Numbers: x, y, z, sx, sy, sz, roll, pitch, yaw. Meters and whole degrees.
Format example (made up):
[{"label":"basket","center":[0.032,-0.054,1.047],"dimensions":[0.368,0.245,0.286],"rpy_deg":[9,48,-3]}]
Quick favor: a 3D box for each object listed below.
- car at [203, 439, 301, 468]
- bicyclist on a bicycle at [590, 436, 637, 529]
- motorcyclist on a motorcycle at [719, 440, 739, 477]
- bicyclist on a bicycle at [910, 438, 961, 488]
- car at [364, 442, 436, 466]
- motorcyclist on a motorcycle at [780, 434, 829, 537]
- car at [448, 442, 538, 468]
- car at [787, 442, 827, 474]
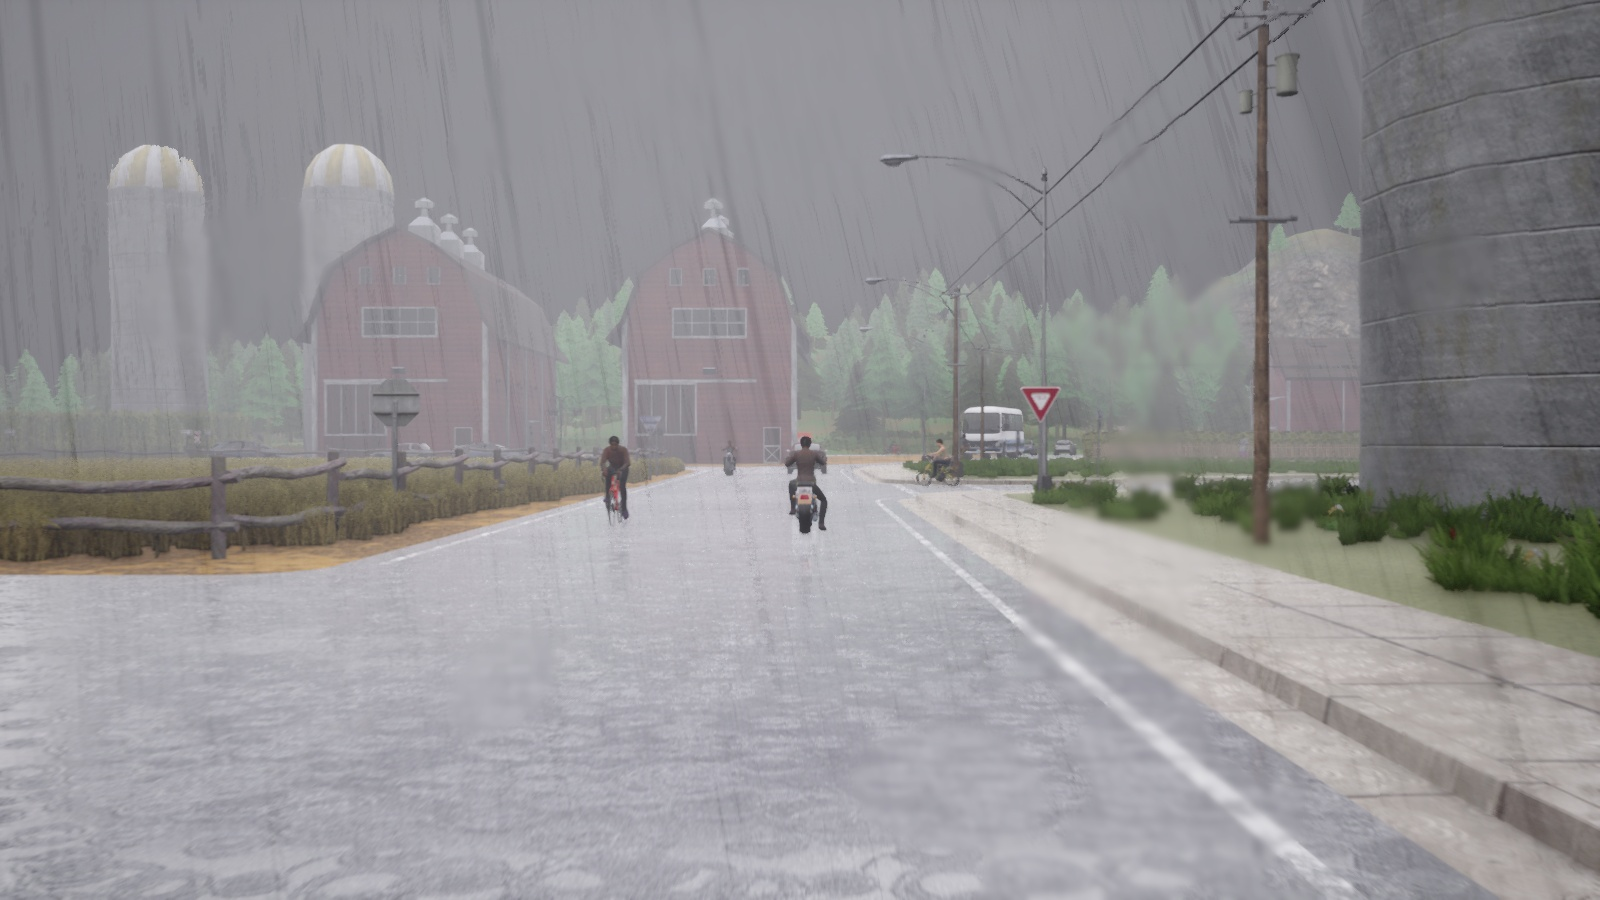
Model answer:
[{"label":"car","center":[-31.864,0.218,73.118],"dimensions":[4.856,1.649,2.033],"rpy_deg":[0,0,-4]},{"label":"bicyclist on a bicycle","center":[-3.356,0.562,22.717],"dimensions":[0.582,1.620,1.656],"rpy_deg":[0,1,0]},{"label":"motorcyclist on a motorcycle","center":[-3.174,0.360,56.527],"dimensions":[0.766,1.649,2.350],"rpy_deg":[0,1,0]},{"label":"bicyclist on a bicycle","center":[4.538,0.438,41.971],"dimensions":[1.509,1.612,0.866],"rpy_deg":[0,-2,23]},{"label":"car","center":[-24.481,0.237,76.969],"dimensions":[3.806,1.475,1.970],"rpy_deg":[0,0,-3]},{"label":"motorcyclist on a motorcycle","center":[0.102,0.571,21.314],"dimensions":[0.766,1.649,2.350],"rpy_deg":[0,0,2]},{"label":"car","center":[-17.986,0.295,73.797],"dimensions":[4.792,1.488,2.163],"rpy_deg":[0,0,-3]},{"label":"car","center":[0.347,0.361,61.401],"dimensions":[1.882,1.535,5.008],"rpy_deg":[0,0,0]}]
